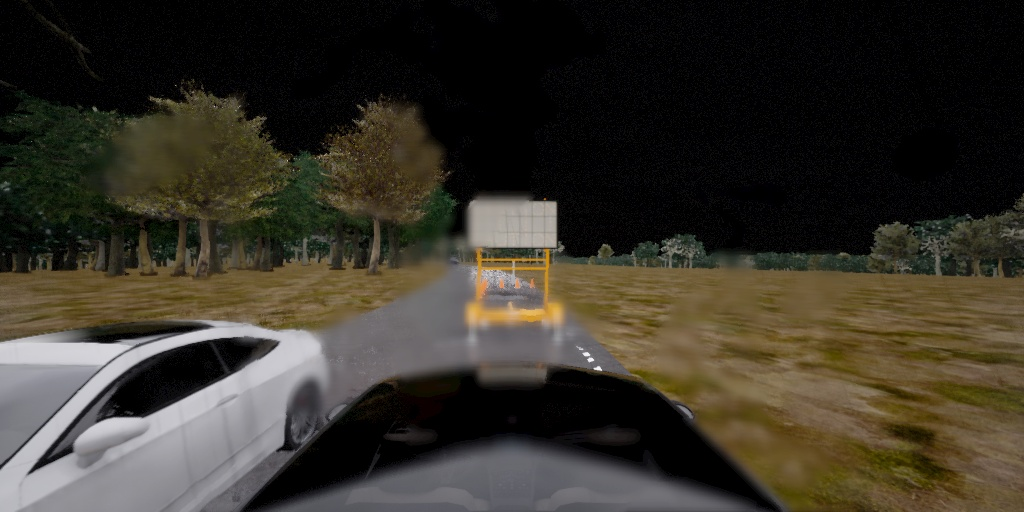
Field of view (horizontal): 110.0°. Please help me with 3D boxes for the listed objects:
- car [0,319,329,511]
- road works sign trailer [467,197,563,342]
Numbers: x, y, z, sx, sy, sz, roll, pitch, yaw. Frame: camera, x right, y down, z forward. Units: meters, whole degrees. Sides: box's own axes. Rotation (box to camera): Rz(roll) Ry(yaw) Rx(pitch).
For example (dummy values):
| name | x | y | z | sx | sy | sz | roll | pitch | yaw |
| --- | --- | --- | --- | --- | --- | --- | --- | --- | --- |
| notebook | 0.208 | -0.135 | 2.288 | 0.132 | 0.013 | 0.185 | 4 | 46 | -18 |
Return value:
| name | x | y | z | sx | sy | sz | roll | pitch | yaw |
| --- | --- | --- | --- | --- | --- | --- | --- | --- | --- |
| car | -3.026 | 1.274 | 2.443 | 1.812 | 1.442 | 4.674 | 0 | 0 | -1 |
| road works sign trailer | 0.041 | 0.214 | 9.789 | 2.380 | 3.560 | 2.880 | 0 | 0 | -2 |
